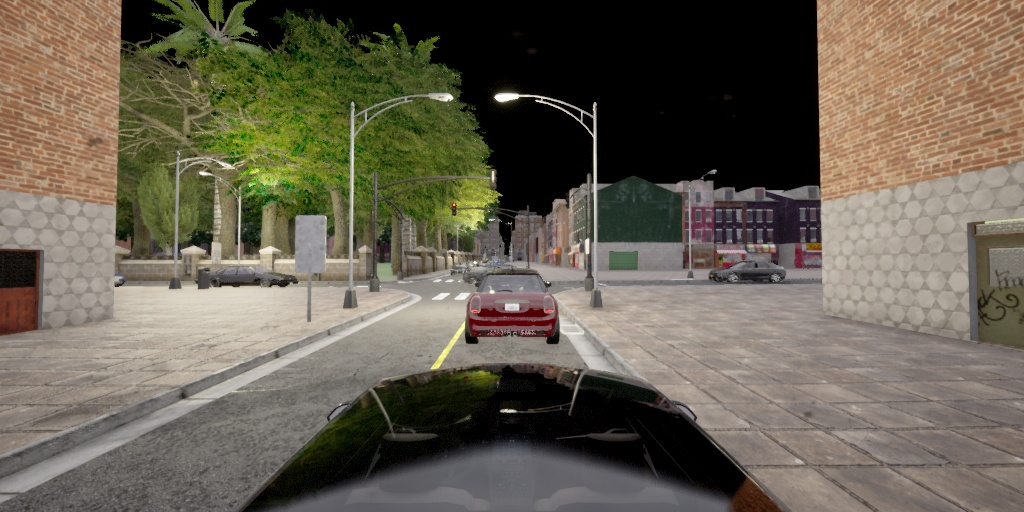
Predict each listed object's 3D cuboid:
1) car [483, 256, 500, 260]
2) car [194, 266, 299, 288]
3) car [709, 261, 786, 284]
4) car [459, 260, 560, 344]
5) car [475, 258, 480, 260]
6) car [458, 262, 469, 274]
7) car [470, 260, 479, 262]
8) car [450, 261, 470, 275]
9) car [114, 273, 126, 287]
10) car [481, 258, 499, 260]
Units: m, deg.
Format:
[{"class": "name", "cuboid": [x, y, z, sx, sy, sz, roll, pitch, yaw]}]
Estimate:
[{"class": "car", "cuboid": [-3.162, 1.053, 60.730, 2.150, 2.045, 5.566, 0, 0, 0]}, {"class": "car", "cuboid": [-16.241, 1.288, 22.073, 5.357, 1.411, 2.033, 0, -1, 0]}, {"class": "car", "cuboid": [16.471, 1.145, 25.218, 4.892, 1.490, 1.837, -1, -1, 0]}, {"class": "car", "cuboid": [0.023, 1.105, 9.734, 2.097, 1.767, 4.553, 0, 0, 1]}, {"class": "car", "cuboid": [-5.588, 1.344, 45.645, 2.007, 1.370, 4.403, 0, 0, 0]}, {"class": "car", "cuboid": [-1.113, 1.318, 25.119, 4.674, 1.442, 1.812, 0, -1, 0]}, {"class": "car", "cuboid": [-2.972, 1.380, 36.853, 1.895, 1.301, 4.718, 0, 0, 2]}, {"class": "car", "cuboid": [-5.553, 1.332, 38.509, 2.007, 1.370, 4.403, 0, 0, 0]}, {"class": "car", "cuboid": [-26.656, 1.260, 22.021, 4.674, 1.442, 1.812, 0, -1, 0]}, {"class": "car", "cuboid": [-3.060, 1.301, 46.929, 1.837, 1.490, 4.892, 0, 0, -1]}]
